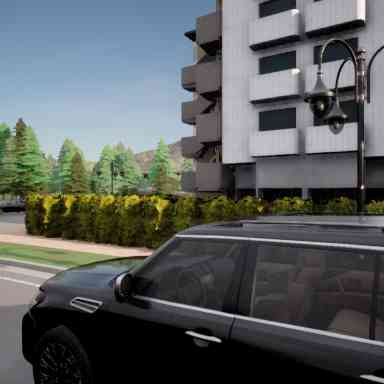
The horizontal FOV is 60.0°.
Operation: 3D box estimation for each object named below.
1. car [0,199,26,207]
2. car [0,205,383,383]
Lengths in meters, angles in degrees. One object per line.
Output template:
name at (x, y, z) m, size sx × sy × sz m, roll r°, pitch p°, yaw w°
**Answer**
car at (-18.192, 1.491, 33.490) m, size 2.128 × 1.511 × 4.902 m, roll 0°, pitch 0°, yaw 33°
car at (0.743, 1.221, 3.139) m, size 5.566 × 2.045 × 2.150 m, roll 0°, pitch 0°, yaw 34°
